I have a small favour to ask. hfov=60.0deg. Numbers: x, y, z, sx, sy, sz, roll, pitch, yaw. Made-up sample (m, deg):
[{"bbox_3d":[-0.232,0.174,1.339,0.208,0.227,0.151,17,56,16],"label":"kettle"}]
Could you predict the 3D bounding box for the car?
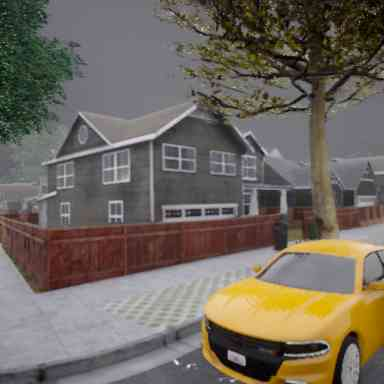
[{"bbox_3d":[2.262,1.594,5.500,5.008,1.535,1.882,0,-2,-45],"label":"car"}]
